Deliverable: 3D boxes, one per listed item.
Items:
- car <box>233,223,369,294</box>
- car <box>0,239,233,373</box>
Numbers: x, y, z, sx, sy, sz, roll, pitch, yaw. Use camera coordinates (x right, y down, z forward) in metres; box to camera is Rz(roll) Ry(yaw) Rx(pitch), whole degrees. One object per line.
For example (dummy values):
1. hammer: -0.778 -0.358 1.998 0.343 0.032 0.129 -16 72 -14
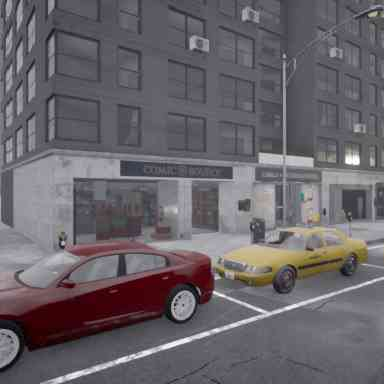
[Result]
1. car: 2.791 1.525 8.768 4.829 1.417 1.752 0 0 -36
2. car: -1.682 1.545 5.569 4.507 1.381 1.887 0 0 -36
